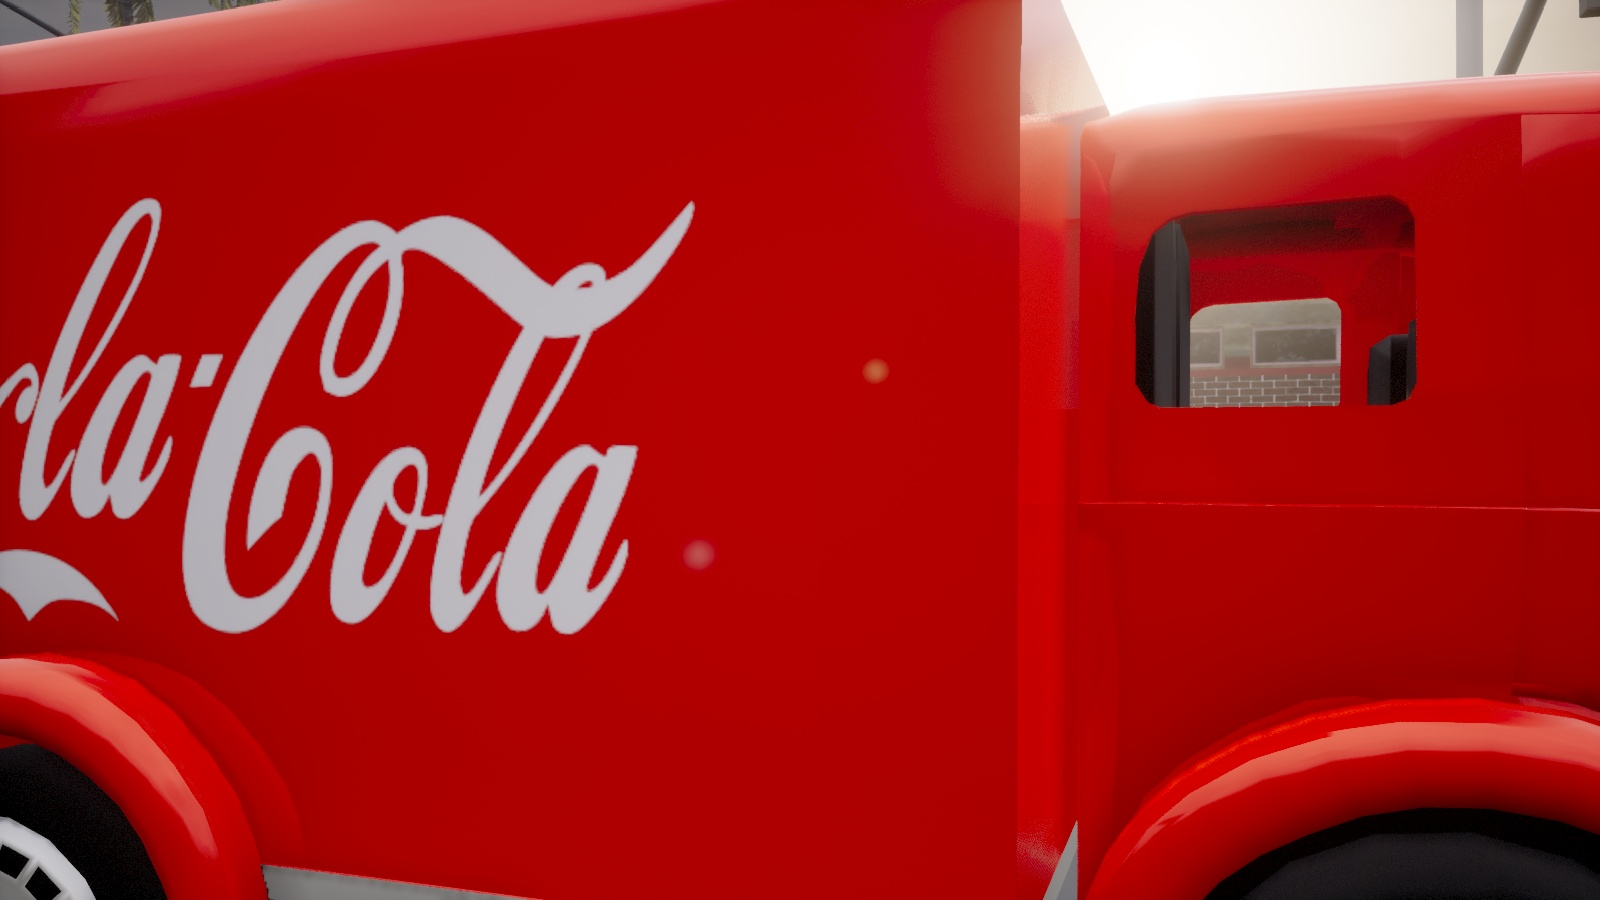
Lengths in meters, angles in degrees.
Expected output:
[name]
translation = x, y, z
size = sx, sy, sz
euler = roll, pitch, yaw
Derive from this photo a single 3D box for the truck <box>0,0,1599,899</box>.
[truck]
translation = -0.068, 0.283, 3.233
size = 5.204, 2.467, 2.627
euler = 1, 1, 20
